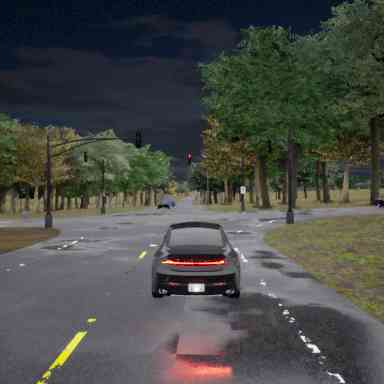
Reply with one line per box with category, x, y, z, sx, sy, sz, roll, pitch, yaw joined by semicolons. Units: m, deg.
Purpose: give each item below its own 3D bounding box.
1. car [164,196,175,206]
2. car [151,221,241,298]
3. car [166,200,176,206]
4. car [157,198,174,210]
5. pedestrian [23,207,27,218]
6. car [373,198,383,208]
car;-4.456;1.840;62.581;2.150;2.045;5.566;0;0;-2
car;0.084;1.508;8.517;1.837;1.490;4.892;0;0;0
car;-4.655;2.410;74.402;2.033;1.411;5.357;0;-1;-1
car;-4.195;2.006;50.264;1.895;1.301;4.718;0;-1;-1
pedestrian;-18.108;2.202;36.112;0.375;1.300;0.375;0;1;2
car;19.525;0.784;30.819;4.718;1.301;1.895;-2;-1;2
